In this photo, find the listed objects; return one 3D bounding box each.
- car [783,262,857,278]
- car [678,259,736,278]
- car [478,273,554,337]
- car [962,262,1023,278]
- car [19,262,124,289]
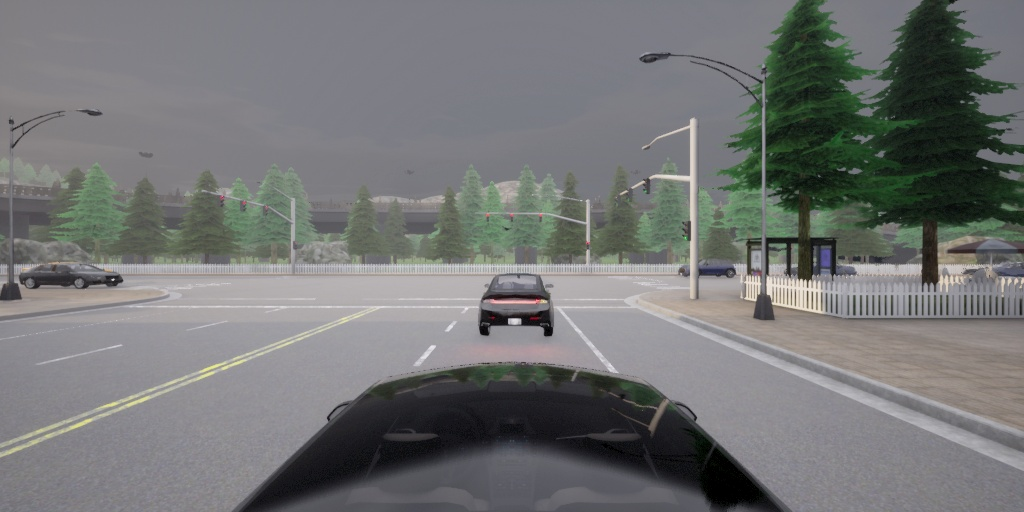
[{"bbox_3d":[27.670,1.240,32.274,5.357,1.411,2.033,0,0,1],"label":"car"},{"bbox_3d":[17.514,1.045,32.366,4.553,1.767,2.097,0,0,0],"label":"car"},{"bbox_3d":[0.180,1.241,10.372,2.128,1.511,4.902,0,0,3],"label":"car"},{"bbox_3d":[42.494,1.240,30.529,5.357,1.411,2.033,0,0,16],"label":"car"},{"bbox_3d":[-26.749,1.198,21.839,4.892,1.490,1.837,0,0,0],"label":"car"}]
